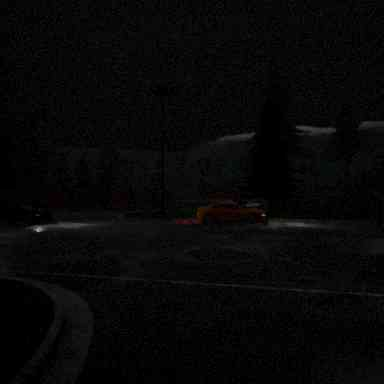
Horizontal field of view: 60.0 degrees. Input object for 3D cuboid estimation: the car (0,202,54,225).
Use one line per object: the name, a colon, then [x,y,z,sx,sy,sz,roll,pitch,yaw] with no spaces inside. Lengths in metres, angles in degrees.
car: [-12.349,1.472,23.713,5.008,1.535,1.882,0,0,14]

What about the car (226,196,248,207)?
car: [6.857,1.425,50.018,2.128,1.511,4.902,0,0,23]

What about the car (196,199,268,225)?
car: [2.807,1.447,23.612,5.008,1.535,1.882,0,0,14]
